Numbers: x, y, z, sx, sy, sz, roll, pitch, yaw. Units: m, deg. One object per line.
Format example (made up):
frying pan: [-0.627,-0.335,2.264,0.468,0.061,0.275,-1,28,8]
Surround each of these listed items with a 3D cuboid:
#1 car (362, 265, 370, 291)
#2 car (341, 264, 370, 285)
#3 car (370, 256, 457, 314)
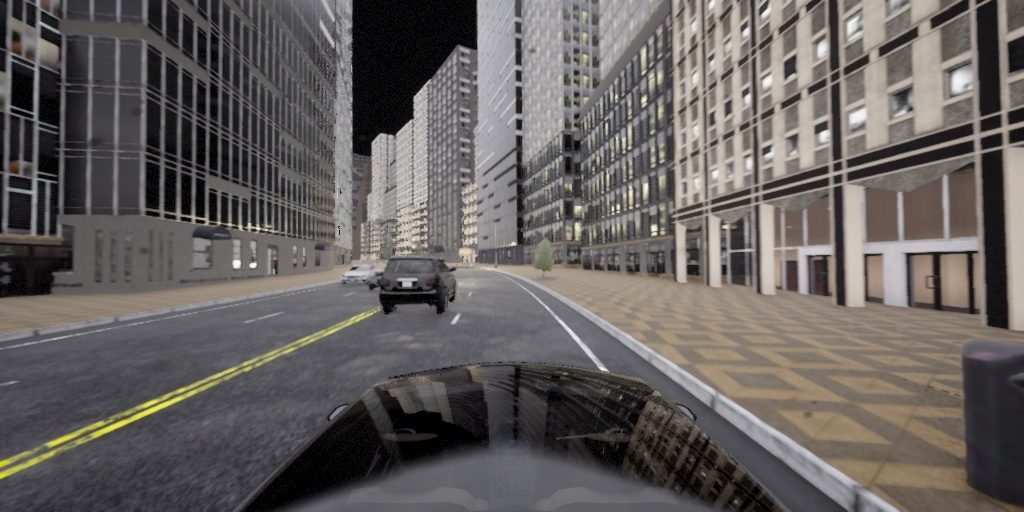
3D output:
car: [-7.556,1.377,22.568,1.994,1.385,4.181,0,0,-5]
car: [-11.239,1.360,26.977,1.812,1.442,4.674,0,0,-6]
car: [-3.501,1.006,14.215,2.150,2.045,5.566,0,0,-3]
